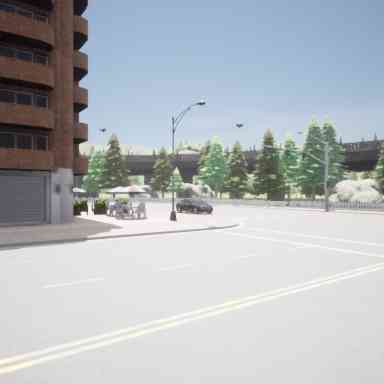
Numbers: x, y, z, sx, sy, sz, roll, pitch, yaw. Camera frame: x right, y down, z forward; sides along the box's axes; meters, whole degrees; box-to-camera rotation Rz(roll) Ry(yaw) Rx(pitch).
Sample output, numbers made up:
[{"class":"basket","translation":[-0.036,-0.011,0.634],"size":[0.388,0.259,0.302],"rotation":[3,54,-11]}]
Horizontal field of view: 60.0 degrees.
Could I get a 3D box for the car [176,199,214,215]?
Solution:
[{"class":"car","translation":[0.215,1.449,33.960],"size":[1.837,1.490,4.892],"rotation":[0,0,-36]}]
